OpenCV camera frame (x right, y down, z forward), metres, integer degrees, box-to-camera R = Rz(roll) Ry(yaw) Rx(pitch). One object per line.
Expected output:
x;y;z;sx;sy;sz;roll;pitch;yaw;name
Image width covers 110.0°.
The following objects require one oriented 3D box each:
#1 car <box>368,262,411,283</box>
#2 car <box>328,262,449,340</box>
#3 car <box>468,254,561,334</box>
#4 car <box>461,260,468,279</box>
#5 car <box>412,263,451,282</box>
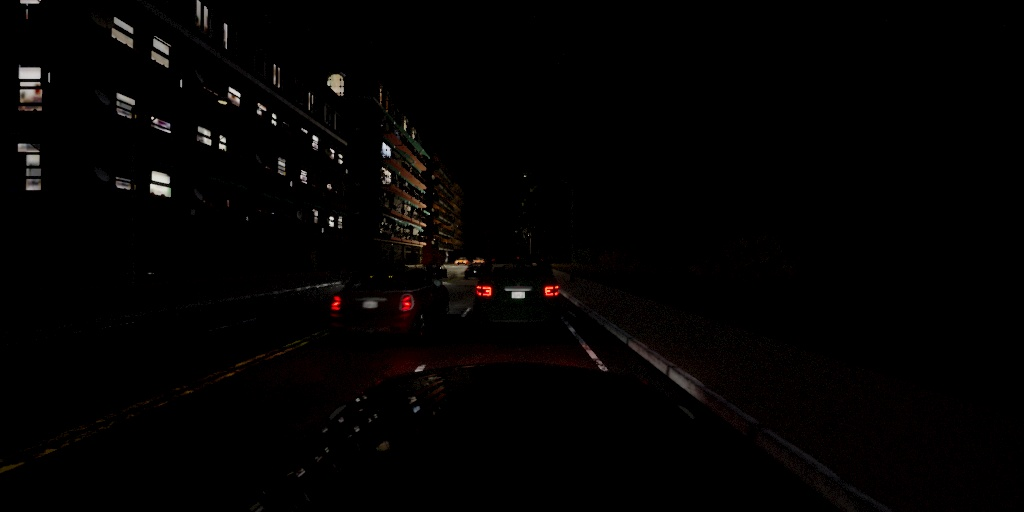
-9.843;1.258;29.185;1.837;1.490;4.892;0;0;0;car
-3.151;1.104;10.101;2.097;1.767;4.553;0;0;0;car
0.104;0.973;10.772;2.150;2.045;5.566;0;0;-1;car
-3.141;1.318;32.826;1.994;1.385;4.181;0;0;0;car
-6.593;1.300;30.017;2.033;1.411;5.357;0;0;0;car
